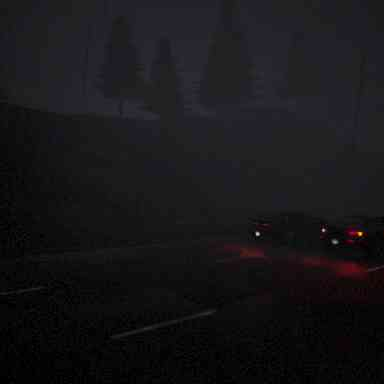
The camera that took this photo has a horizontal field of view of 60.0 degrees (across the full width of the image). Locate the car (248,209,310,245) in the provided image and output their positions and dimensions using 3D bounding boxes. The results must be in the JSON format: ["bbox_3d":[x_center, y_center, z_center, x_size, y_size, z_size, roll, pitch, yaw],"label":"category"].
[{"bbox_3d":[4.841,1.564,15.871,4.892,1.490,1.837,0,0,-35],"label":"car"}]

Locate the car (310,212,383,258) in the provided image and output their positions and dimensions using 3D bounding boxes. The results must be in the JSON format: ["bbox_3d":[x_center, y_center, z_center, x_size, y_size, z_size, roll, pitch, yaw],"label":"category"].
[{"bbox_3d":[6.941,1.585,13.070,4.674,1.442,1.812,1,0,-35],"label":"car"}]
